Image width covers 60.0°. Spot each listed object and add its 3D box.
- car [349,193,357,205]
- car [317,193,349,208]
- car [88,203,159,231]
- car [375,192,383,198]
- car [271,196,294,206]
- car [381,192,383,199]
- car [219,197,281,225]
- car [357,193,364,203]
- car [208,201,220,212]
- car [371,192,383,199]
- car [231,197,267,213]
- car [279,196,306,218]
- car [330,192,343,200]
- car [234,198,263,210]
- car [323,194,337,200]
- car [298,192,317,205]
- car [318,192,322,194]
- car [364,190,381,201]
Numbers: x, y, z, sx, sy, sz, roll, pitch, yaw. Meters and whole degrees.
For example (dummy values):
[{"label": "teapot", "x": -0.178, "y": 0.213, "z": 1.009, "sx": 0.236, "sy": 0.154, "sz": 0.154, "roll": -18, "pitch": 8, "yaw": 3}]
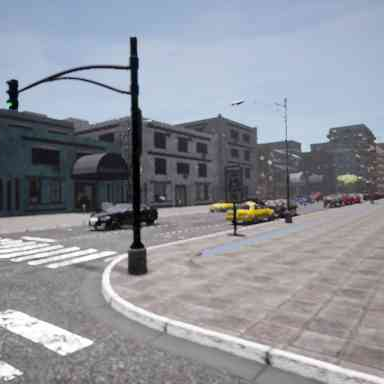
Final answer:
[{"label": "car", "x": 20.214, "y": 1.108, "z": 44.351, "sx": 1.802, "sy": 1.307, "sz": 4.206, "roll": -1, "pitch": 0, "yaw": 36}, {"label": "car", "x": 16.948, "y": 1.129, "z": 39.884, "sx": 2.008, "sy": 1.369, "sz": 4.403, "roll": -1, "pitch": 0, "yaw": 36}, {"label": "car", "x": -4.173, "y": 1.472, "z": 20.813, "sx": 2.128, "sy": 1.511, "sz": 4.902, "roll": -2, "pitch": 0, "yaw": 36}, {"label": "car", "x": 42.892, "y": 0.720, "z": 75.367, "sx": 1.887, "sy": 1.381, "sz": 4.507, "roll": -1, "pitch": 0, "yaw": 36}, {"label": "car", "x": 13.452, "y": 1.313, "z": 49.298, "sx": 1.802, "sy": 1.307, "sz": 4.206, "roll": -1, "pitch": 0, "yaw": 36}, {"label": "car", "x": 36.538, "y": 0.838, "z": 66.685, "sx": 1.947, "sy": 1.339, "sz": 4.313, "roll": -1, "pitch": 0, "yaw": 36}, {"label": "car", "x": 3.988, "y": 1.308, "z": 22.154, "sx": 1.752, "sy": 1.417, "sz": 4.829, "roll": -1, "pitch": 0, "yaw": 36}, {"label": "car", "x": 23.476, "y": 0.915, "z": 48.818, "sx": 1.967, "sy": 1.590, "sz": 4.097, "roll": -1, "pitch": 0, "yaw": 36}, {"label": "car", "x": 3.556, "y": 1.413, "z": 35.759, "sx": 1.752, "sy": 1.417, "sz": 4.829, "roll": -1, "pitch": 0, "yaw": 36}, {"label": "car", "x": 39.802, "y": 0.788, "z": 71.152, "sx": 1.947, "sy": 1.339, "sz": 4.313, "roll": -1, "pitch": 0, "yaw": 36}, {"label": "car", "x": 6.063, "y": 1.343, "z": 34.788, "sx": 1.812, "sy": 1.442, "sz": 4.674, "roll": -2, "pitch": 0, "yaw": 36}, {"label": "car", "x": 7.153, "y": 1.284, "z": 26.484, "sx": 2.008, "sy": 1.369, "sz": 4.403, "roll": -1, "pitch": 0, "yaw": 36}, {"label": "car", "x": 33.039, "y": 0.868, "z": 76.098, "sx": 1.967, "sy": 1.590, "sz": 4.097, "roll": -1, "pitch": 0, "yaw": 36}, {"label": "car", "x": 6.922, "y": 1.416, "z": 40.363, "sx": 1.802, "sy": 1.307, "sz": 4.206, "roll": -1, "pitch": 0, "yaw": 36}, {"label": "car", "x": 29.776, "y": 1.060, "z": 71.632, "sx": 1.802, "sy": 1.307, "sz": 4.206, "roll": -1, "pitch": 0, "yaw": 36}, {"label": "car", "x": 16.250, "y": 1.099, "z": 48.586, "sx": 1.812, "sy": 1.442, "sz": 4.674, "roll": -2, "pitch": 0, "yaw": 36}, {"label": "car", "x": 23.242, "y": 0.893, "z": 62.699, "sx": 2.192, "sy": 1.841, "sz": 5.009, "roll": -1, "pitch": 0, "yaw": 36}, {"label": "car", "x": 33.269, "y": 0.638, "z": 62.219, "sx": 2.192, "sy": 1.841, "sz": 5.009, "roll": -1, "pitch": 0, "yaw": 36}]
